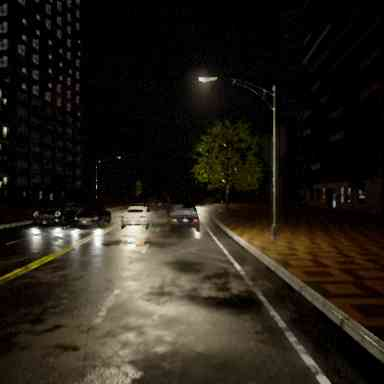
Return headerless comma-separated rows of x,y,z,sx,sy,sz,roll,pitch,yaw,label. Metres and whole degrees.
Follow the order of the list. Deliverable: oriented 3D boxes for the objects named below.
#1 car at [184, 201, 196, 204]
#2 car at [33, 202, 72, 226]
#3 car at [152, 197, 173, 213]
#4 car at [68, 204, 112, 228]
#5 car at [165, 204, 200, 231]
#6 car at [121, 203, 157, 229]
-0.276,1.904,41.731,1.812,1.442,4.674,0,-1,2,car
-10.418,1.592,25.725,2.097,1.767,4.553,0,-1,0,car
-3.585,1.590,40.660,2.150,2.045,5.566,0,-1,2,car
-7.160,1.750,24.416,1.812,1.442,4.674,0,-1,-1,car
-0.446,1.743,21.948,2.033,1.411,5.357,0,-1,-1,car
-3.707,1.735,23.110,1.812,1.442,4.674,0,0,-1,car
